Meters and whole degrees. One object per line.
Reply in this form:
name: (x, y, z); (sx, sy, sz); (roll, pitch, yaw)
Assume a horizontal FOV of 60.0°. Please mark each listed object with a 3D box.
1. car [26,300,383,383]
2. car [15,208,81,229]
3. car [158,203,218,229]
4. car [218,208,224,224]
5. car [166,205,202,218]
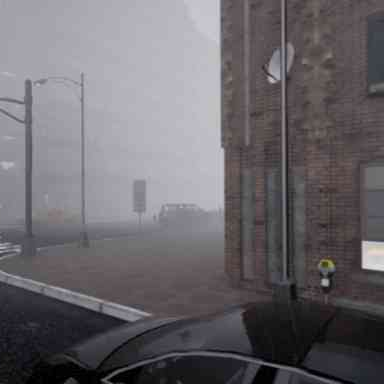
car: (0.533, 1.570, 2.496); (4.313, 1.339, 1.947); (0, 0, 36)
car: (-10.706, 1.940, 25.202); (1.752, 1.417, 4.829); (-2, -2, 35)
car: (-0.488, 1.780, 25.246); (2.192, 1.841, 5.009); (-2, -2, 35)
car: (2.764, 2.112, 29.877); (1.887, 1.381, 4.507); (-2, -2, 35)
car: (-0.856, 2.272, 39.255); (1.887, 1.381, 4.507); (-2, -2, 35)
